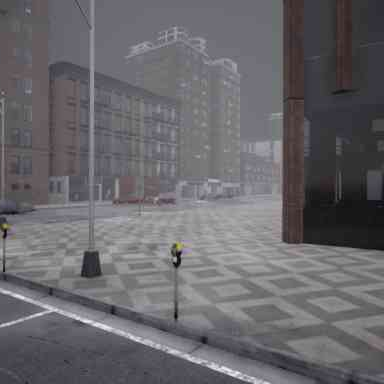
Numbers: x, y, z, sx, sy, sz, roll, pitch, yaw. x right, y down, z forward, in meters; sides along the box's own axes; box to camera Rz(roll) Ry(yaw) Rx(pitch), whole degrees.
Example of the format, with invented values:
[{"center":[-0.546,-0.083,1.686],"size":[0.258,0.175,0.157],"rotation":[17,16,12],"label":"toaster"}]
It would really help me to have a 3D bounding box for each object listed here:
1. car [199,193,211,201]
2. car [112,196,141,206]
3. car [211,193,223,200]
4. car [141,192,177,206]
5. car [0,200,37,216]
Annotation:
[{"center":[3.037,0.875,58.058],"size":[1.994,1.385,4.181],"rotation":[0,1,36],"label":"car"},{"center":[-7.970,1.118,42.910],"size":[1.895,1.301,4.718],"rotation":[0,1,36],"label":"car"},{"center":[5.660,0.596,56.136],"size":[1.895,1.301,4.718],"rotation":[0,1,36],"label":"car"},{"center":[-3.933,0.854,42.942],"size":[2.097,1.767,4.553],"rotation":[0,1,36],"label":"car"},{"center":[-15.482,1.324,26.893],"size":[2.033,1.411,5.357],"rotation":[0,1,36],"label":"car"}]
